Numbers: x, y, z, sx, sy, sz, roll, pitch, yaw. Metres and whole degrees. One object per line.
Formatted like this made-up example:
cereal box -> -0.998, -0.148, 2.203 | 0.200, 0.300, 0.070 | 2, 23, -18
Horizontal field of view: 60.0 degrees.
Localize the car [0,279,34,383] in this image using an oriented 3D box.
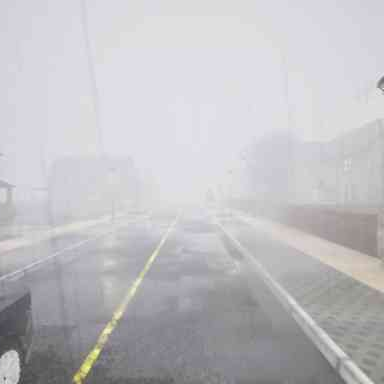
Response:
car -> -2.841, 1.487, 1.977 | 1.882, 1.535, 5.008 | 0, 0, 0
